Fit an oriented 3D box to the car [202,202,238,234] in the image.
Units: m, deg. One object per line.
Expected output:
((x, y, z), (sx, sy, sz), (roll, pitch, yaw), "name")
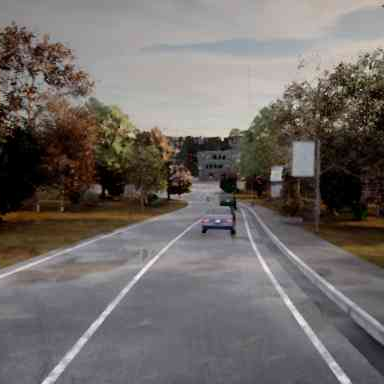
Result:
((1.638, 1.525, 19.398), (2.033, 1.411, 5.357), (1, 0, 7), "car")

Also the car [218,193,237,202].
((4.564, 1.153, 42.746), (2.150, 2.045, 5.566), (1, 0, 5), "car")
